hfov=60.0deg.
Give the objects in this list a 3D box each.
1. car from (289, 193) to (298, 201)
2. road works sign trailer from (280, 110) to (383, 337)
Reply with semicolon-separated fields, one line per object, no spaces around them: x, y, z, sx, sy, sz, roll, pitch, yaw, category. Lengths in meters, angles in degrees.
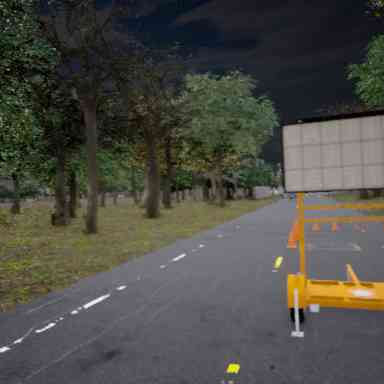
21.171;0.679;68.243;2.150;2.045;5.566;-3;0;19;car
2.954;0.377;6.121;2.380;3.560;2.880;-3;0;19;road works sign trailer
